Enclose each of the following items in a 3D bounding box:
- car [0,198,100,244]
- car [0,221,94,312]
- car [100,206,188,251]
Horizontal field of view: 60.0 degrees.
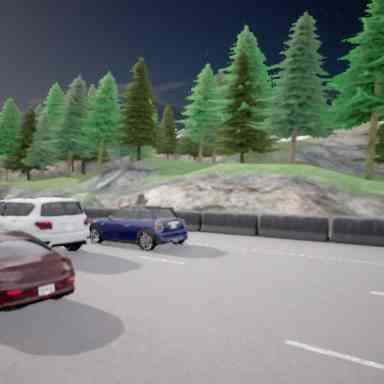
[{"bbox_3d":[-6.314,1.242,12.791,5.566,2.045,2.150,0,0,35],"label":"car"},{"bbox_3d":[-4.405,1.538,7.131,4.674,1.442,1.812,0,0,35],"label":"car"},{"bbox_3d":[-2.454,1.369,14.337,4.553,1.767,2.097,0,0,35],"label":"car"}]
